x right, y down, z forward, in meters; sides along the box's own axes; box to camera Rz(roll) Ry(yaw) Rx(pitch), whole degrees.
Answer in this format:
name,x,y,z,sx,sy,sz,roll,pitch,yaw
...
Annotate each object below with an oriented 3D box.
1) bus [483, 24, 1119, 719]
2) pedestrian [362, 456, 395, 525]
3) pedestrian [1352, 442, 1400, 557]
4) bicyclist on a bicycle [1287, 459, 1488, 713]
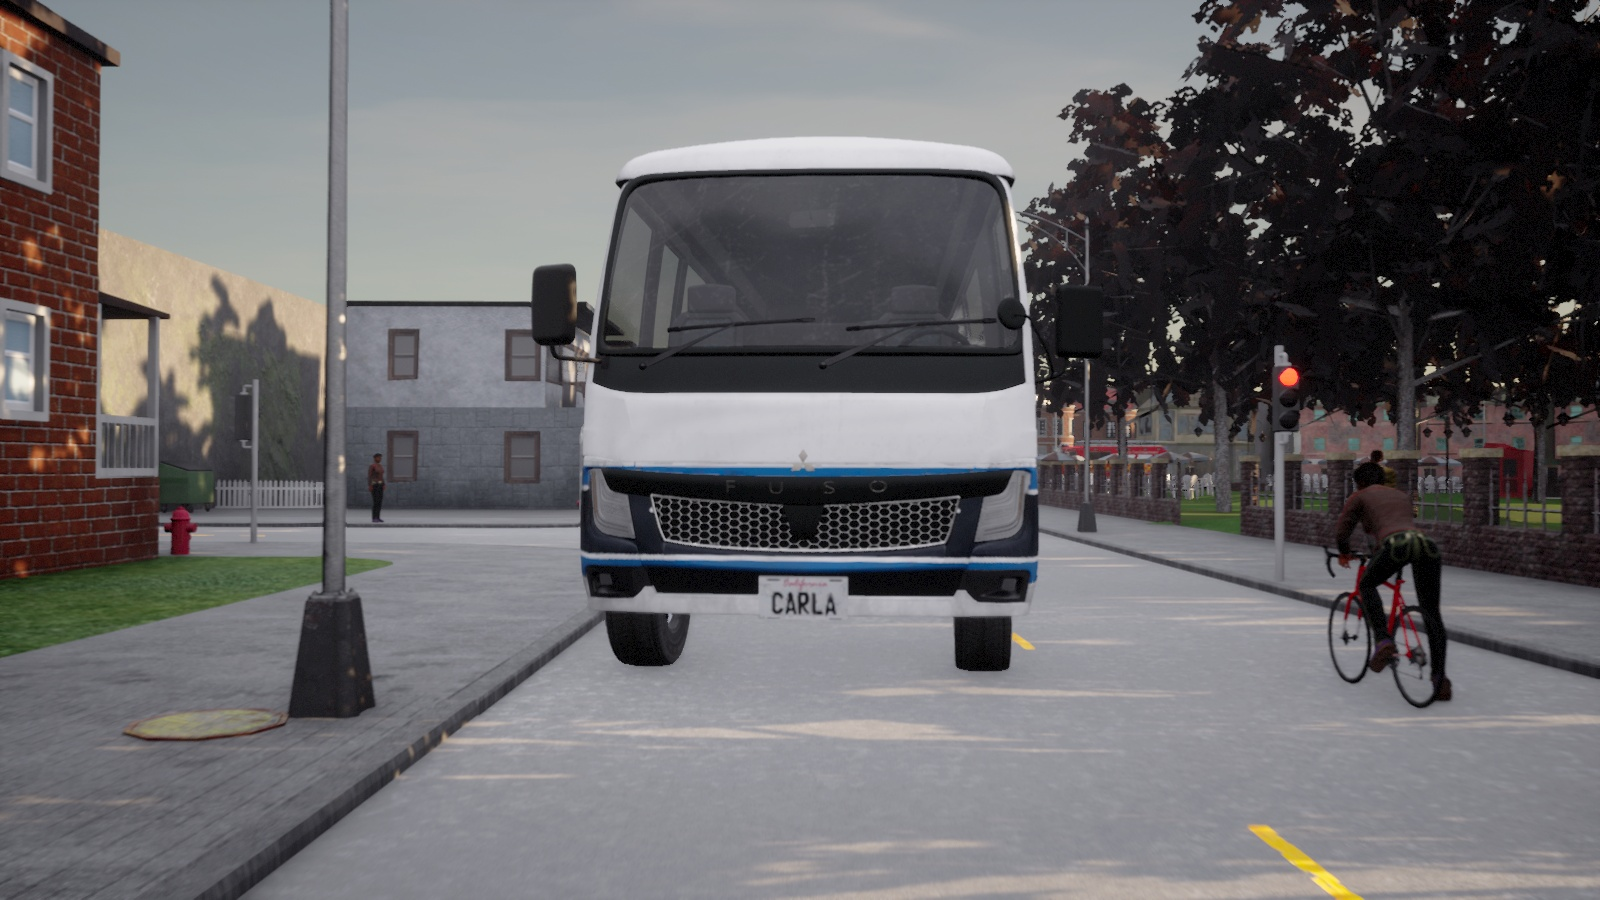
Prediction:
name,x,y,z,sx,sy,sz,roll,pitch,yaw
bus,0.332,-0.370,12.938,3.944,4.253,10.273,0,-1,4
pedestrian,-11.165,1.071,33.282,0.869,1.805,0.328,-1,-1,30
pedestrian,9.340,0.793,20.380,0.431,1.840,0.709,0,-1,0
bicyclist on a bicycle,4.069,0.883,8.840,0.582,1.620,1.656,0,-1,-1
